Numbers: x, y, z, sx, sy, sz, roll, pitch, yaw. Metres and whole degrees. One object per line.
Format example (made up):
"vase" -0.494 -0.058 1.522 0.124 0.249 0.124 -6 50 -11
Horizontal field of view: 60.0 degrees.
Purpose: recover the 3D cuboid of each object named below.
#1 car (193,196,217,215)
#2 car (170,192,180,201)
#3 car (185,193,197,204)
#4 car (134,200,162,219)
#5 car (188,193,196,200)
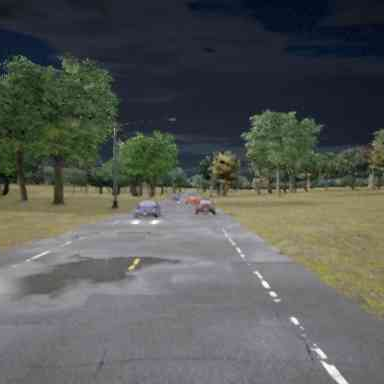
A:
"car" 1.229 1.364 31.631 1.812 1.442 4.674 0 0 0
"car" -3.490 0.941 68.967 2.097 1.767 4.553 0 0 0
"car" 0.019 1.075 53.912 2.097 1.767 4.553 0 0 0
"car" -3.575 1.384 27.500 1.812 1.442 4.674 0 0 0
"car" 0.010 1.021 71.568 1.812 1.442 4.674 0 0 0
